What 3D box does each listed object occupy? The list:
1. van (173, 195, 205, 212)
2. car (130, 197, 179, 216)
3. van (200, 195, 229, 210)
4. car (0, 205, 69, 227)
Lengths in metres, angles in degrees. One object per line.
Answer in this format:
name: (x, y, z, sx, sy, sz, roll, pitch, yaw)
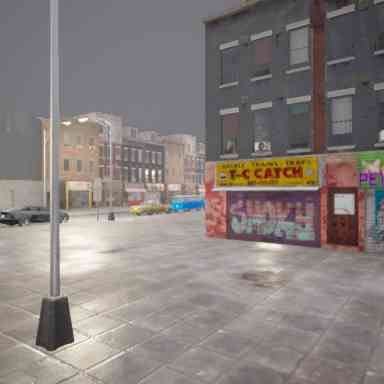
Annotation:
van: (-0.470, 1.250, 35.939, 1.690, 1.788, 3.998, 0, 0, 36)
car: (-3.667, 1.449, 31.476, 1.752, 1.417, 4.829, 0, 0, 36)
van: (2.826, 1.235, 40.541, 1.690, 1.788, 3.998, 0, 0, 36)
car: (-10.357, 1.522, 22.134, 1.947, 1.339, 4.313, 0, 0, 36)
